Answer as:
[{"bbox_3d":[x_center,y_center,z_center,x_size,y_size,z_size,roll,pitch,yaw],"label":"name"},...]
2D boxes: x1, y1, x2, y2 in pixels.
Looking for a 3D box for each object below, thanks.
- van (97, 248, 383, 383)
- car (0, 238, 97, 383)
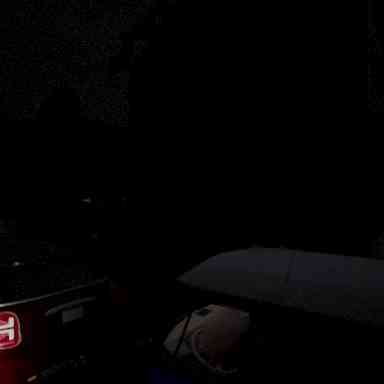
[{"bbox_3d":[1.497,1.343,1.751,3.998,1.788,1.690,0,0,35],"label":"van"},{"bbox_3d":[-2.932,1.404,4.906,4.097,1.590,1.967,0,0,35],"label":"car"}]
